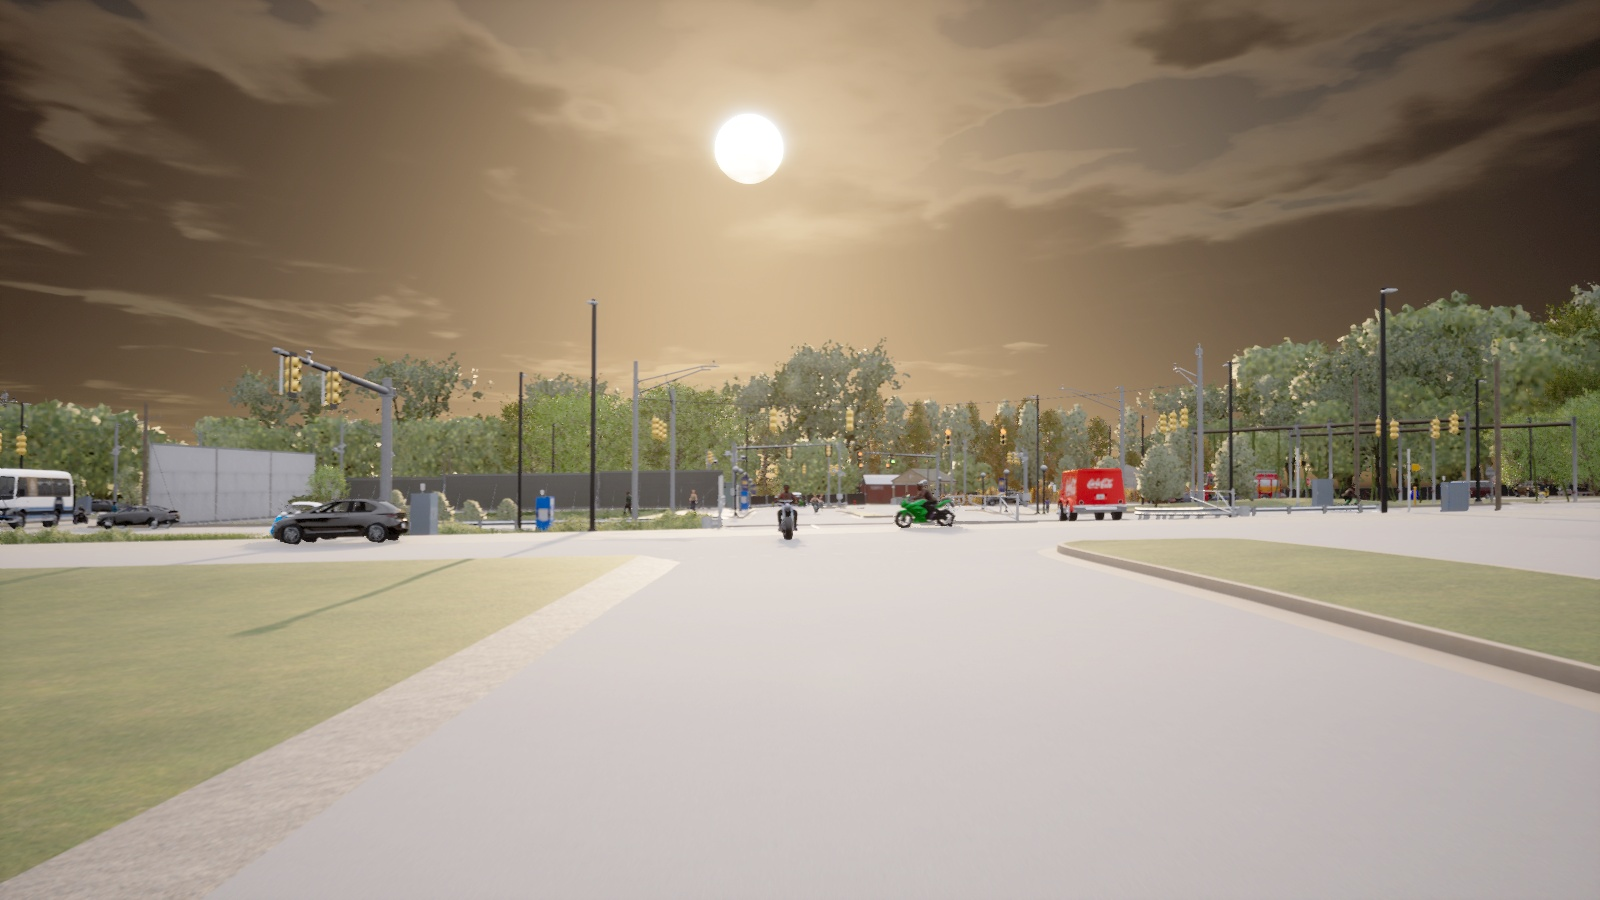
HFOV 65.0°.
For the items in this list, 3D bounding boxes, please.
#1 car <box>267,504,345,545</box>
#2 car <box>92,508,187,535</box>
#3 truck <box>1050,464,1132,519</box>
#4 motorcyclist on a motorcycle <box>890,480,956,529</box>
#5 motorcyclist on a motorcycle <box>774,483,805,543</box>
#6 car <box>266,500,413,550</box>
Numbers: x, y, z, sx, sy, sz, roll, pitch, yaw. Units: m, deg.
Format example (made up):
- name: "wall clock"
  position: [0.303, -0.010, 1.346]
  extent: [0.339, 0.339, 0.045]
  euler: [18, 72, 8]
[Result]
- name: "car"
  position: [-17.727, 2.674, 45.102]
  extent: [2.207, 1.376, 1.481]
  euler: [-1, -2, -1]
- name: "car"
  position: [-41.735, 4.527, 79.439]
  extent: [4.902, 1.511, 2.128]
  euler: [-1, -2, -1]
- name: "truck"
  position: [14.017, 2.088, 60.907]
  extent: [2.627, 2.467, 5.204]
  euler: [-2, -3, 0]
- name: "motorcyclist on a motorcycle"
  position: [4.107, 1.818, 41.939]
  extent: [2.044, 1.523, 0.797]
  euler: [-2, -1, -1]
- name: "motorcyclist on a motorcycle"
  position: [-0.314, 1.790, 36.395]
  extent: [0.766, 1.649, 2.350]
  euler: [-2, -1, -2]
- name: "car"
  position: [-15.222, 2.468, 41.642]
  extent: [4.193, 1.474, 1.816]
  euler: [-2, -2, -1]
